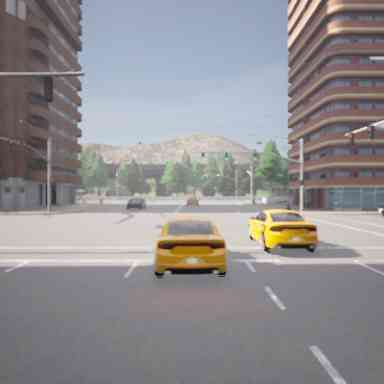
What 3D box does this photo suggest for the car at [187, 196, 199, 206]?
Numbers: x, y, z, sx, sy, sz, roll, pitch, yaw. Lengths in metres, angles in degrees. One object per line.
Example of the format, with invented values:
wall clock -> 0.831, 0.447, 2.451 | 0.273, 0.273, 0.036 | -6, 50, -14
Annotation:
car -> 0.102, 1.439, 52.333 | 1.882, 1.535, 5.008 | 0, 0, 0

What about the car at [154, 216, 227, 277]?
car -> -0.117, 1.470, 10.312 | 1.882, 1.535, 5.008 | 0, 0, -3

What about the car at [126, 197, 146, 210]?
car -> -7.068, 1.446, 42.482 | 1.882, 1.535, 5.008 | 0, 0, 0

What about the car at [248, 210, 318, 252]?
car -> 3.593, 1.467, 13.931 | 1.882, 1.535, 5.008 | 0, 0, 0

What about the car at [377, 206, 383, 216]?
car -> 18.981, 1.470, 29.275 | 4.902, 1.511, 2.128 | 0, 0, 0
